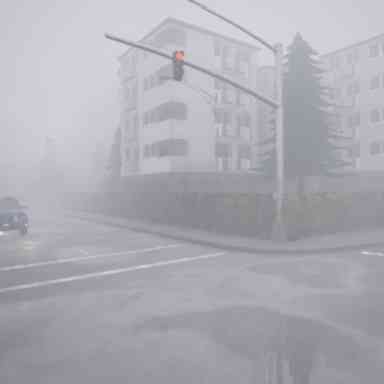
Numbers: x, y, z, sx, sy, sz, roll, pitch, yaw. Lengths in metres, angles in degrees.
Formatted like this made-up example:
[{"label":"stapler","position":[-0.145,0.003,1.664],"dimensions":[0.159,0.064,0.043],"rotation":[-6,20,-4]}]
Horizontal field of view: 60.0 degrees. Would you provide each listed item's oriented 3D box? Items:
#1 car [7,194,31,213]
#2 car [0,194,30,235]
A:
[{"label":"car","position":[-20.415,1.242,39.168],"dimensions":[2.150,2.045,5.566],"rotation":[-1,1,-31]},{"label":"car","position":[-10.970,1.319,19.046],"dimensions":[2.150,2.045,5.566],"rotation":[-1,1,-36]}]
